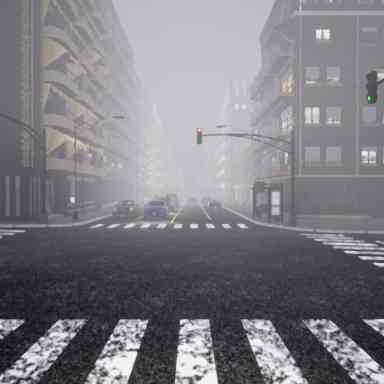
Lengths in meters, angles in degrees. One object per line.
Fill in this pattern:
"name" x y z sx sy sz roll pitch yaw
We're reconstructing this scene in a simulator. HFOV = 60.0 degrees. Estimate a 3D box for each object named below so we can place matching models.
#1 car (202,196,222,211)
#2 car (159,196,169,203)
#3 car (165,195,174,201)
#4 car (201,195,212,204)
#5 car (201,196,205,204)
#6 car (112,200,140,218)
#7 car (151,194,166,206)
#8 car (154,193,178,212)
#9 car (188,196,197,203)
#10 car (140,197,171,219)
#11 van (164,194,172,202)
"car" 2.678 1.544 40.539 2.008 1.369 4.403 0 0 0
"car" -5.709 1.516 68.566 1.752 1.417 4.829 0 0 0
"car" -5.713 1.538 85.652 2.008 1.369 4.403 0 0 0
"car" 2.672 1.431 63.094 1.967 1.590 4.097 0 0 0
"car" 2.677 1.538 46.177 1.887 1.381 4.507 0 0 0
"car" -5.700 1.435 29.265 1.967 1.590 4.097 0 0 0
"car" -5.708 1.307 57.458 2.192 1.841 5.009 0 0 0
"car" -3.097 1.346 38.974 2.097 1.767 4.553 0 0 0
"car" 0.082 1.554 69.764 1.994 1.385 4.181 0 0 0
"car" -3.095 1.472 29.347 1.882 1.535 5.008 0 0 -1
"van" -5.712 1.329 80.014 1.690 1.788 3.998 0 0 0
